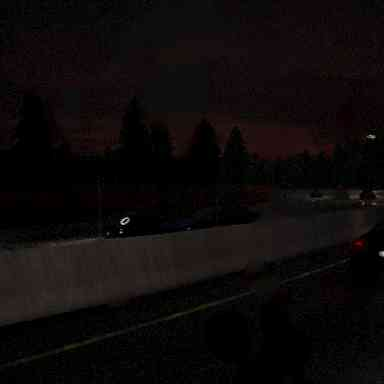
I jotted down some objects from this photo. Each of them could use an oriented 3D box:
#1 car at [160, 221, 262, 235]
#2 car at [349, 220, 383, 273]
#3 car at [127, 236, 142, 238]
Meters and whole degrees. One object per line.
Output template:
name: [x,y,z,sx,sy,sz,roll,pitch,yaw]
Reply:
car: [0.908,1.302,13.995,5.008,1.535,1.882,-1,1,-42]
car: [5.961,1.356,8.917,4.181,1.385,1.994,-2,1,-41]
car: [-2.002,1.204,16.133,4.553,1.767,2.097,-2,1,-41]
